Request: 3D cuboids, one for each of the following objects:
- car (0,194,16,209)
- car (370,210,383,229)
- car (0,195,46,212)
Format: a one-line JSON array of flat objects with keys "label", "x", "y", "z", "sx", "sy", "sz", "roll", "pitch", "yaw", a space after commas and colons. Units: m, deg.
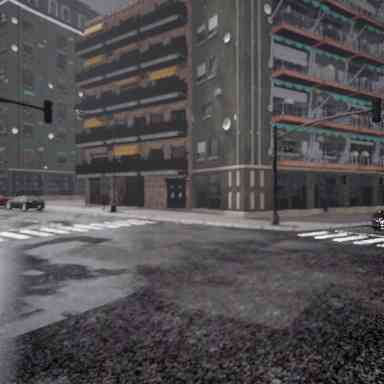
[{"label": "car", "x": -19.285, "y": 0.908, "z": 32.589, "sx": 4.206, "sy": 1.307, "sz": 1.802, "roll": 1, "pitch": 0, "yaw": 35}, {"label": "car", "x": 12.603, "y": 1.458, "z": 19.829, "sx": 4.892, "sy": 1.490, "sz": 1.837, "roll": 0, "pitch": 0, "yaw": -33}, {"label": "car", "x": -14.740, "y": 0.982, "z": 29.446, "sx": 4.403, "sy": 1.369, "sz": 2.008, "roll": 1, "pitch": 0, "yaw": 35}]
